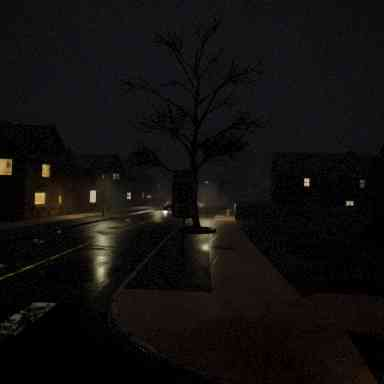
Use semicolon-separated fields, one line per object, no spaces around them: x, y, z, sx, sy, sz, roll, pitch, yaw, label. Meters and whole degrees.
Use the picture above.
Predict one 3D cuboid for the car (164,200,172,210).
-2.678;1.920;47.832;2.033;1.411;5.357;2;0;8;car
